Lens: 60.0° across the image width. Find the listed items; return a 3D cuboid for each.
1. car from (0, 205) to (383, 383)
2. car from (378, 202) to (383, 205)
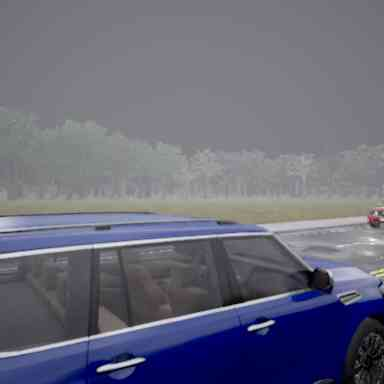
[{"bbox_3d":[-0.159,1.227,3.327,5.566,2.045,2.150,0,0,-36],"label":"car"},{"bbox_3d":[13.582,1.302,21.379,5.566,2.045,2.150,1,0,-35],"label":"car"}]
